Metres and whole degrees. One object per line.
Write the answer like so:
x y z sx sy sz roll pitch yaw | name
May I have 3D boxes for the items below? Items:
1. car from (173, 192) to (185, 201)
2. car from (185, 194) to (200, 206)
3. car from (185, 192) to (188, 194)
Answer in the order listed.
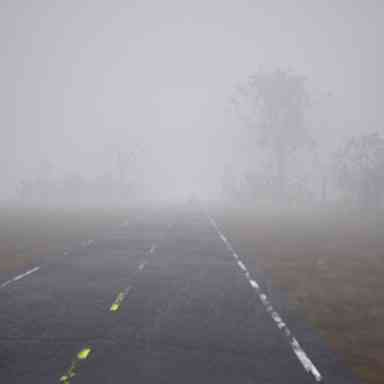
-3.013 1.234 72.345 1.882 1.535 5.008 0 0 0 | car
0.080 1.359 49.044 1.812 1.442 4.674 0 0 0 | car
0.087 1.123 67.661 2.097 1.767 4.553 0 0 0 | car
